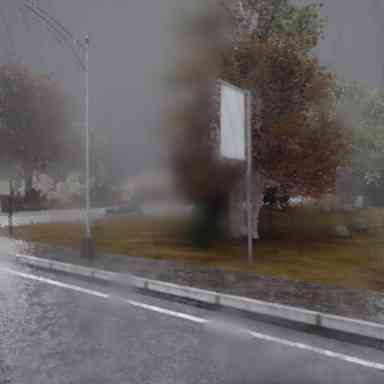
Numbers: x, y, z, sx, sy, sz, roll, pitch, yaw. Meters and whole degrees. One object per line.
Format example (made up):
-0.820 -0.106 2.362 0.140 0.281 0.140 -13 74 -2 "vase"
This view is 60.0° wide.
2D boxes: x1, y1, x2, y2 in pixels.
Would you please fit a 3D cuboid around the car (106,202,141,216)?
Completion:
-7.411 1.830 36.930 1.994 1.385 4.181 -1 0 39 "car"

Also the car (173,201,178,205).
-1.513 1.869 62.073 1.895 1.301 4.718 -1 0 36 "car"
